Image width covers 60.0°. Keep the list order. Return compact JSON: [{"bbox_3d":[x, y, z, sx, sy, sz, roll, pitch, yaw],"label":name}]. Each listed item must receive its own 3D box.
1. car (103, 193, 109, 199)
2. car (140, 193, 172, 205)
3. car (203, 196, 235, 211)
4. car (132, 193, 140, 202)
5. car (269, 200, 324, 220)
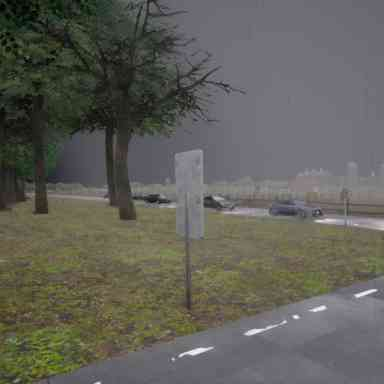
[{"bbox_3d":[-15.472,0.643,63.718,1.994,1.385,4.181,-1,1,-36],"label":"car"},{"bbox_3d":[-4.532,0.892,43.532,1.882,1.535,5.008,-1,2,-36],"label":"car"},{"bbox_3d":[2.345,1.112,33.987,1.812,1.442,4.674,-1,2,-36],"label":"car"},{"bbox_3d":[-8.450,0.830,53.968,1.895,1.301,4.718,-1,1,-36],"label":"car"},{"bbox_3d":[8.074,1.308,26.063,1.994,1.385,4.181,-1,2,-36],"label":"car"}]
